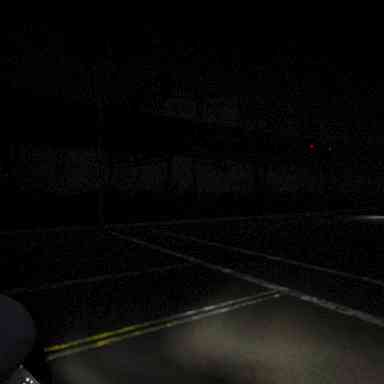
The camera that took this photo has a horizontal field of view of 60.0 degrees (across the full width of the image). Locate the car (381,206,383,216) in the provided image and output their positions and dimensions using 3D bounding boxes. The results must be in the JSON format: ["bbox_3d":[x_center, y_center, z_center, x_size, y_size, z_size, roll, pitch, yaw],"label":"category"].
[{"bbox_3d":[19.312,1.457,30.664,4.892,1.490,1.837,0,0,-35],"label":"car"}]

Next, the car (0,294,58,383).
[{"bbox_3d":[-3.483,1.222,1.292,5.566,2.045,2.150,0,0,-35],"label":"car"}]
